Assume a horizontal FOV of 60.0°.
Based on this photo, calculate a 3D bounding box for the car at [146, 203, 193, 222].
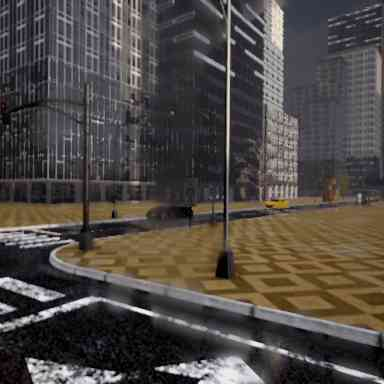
[{"bbox_3d":[-1.750,1.583,27.052,1.994,1.385,4.181,1,0,37],"label":"car"}]

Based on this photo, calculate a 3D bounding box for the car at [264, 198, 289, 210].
[{"bbox_3d":[11.402,1.598,44.675,1.882,1.535,5.008,1,0,37],"label":"car"}]
